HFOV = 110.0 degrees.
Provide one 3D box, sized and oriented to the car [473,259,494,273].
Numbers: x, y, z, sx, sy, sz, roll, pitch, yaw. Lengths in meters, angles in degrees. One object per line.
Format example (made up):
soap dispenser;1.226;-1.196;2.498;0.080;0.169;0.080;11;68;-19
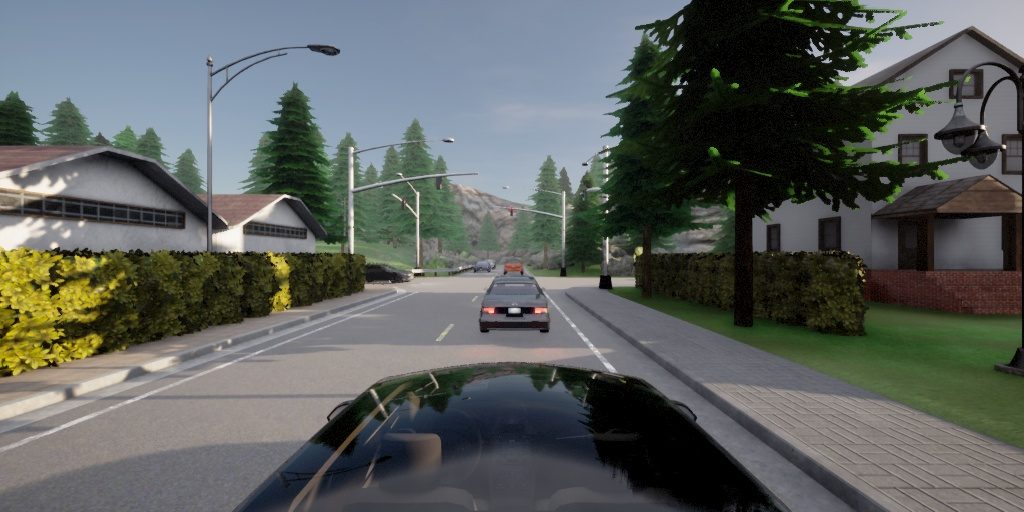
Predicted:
car;-3.567;1.276;43.648;1.812;1.442;4.674;0;0;0

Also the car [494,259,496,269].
car;-3.561;1.276;53.665;1.812;1.442;4.674;0;0;0

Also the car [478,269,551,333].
car;0.076;1.297;10.729;2.033;1.411;5.357;0;0;0

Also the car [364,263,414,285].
car;-9.428;1.260;25.839;4.674;1.442;1.812;0;0;8

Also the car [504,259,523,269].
car;0.158;1.102;41.422;2.097;1.767;4.553;0;0;0
